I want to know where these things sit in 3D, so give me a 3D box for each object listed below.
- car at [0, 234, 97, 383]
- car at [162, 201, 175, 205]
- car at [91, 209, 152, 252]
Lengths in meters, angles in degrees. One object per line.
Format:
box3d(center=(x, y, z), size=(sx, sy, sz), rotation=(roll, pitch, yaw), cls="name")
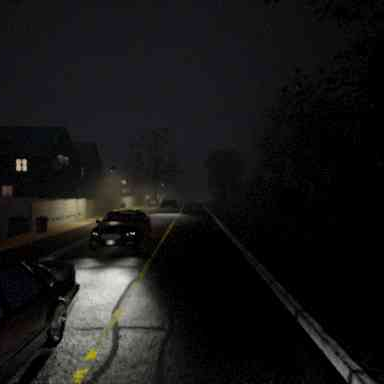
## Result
box3d(center=(-2.850, 1.548, 3.587), size=(2.033, 1.411, 5.357), rotation=(0, 0, 0), cls="car")
box3d(center=(-2.762, 1.317, 40.815), size=(1.895, 1.301, 4.718), rotation=(0, 0, 0), cls="car")
box3d(center=(-2.845, 1.492, 14.069), size=(2.128, 1.511, 4.902), rotation=(0, 0, 0), cls="car")
